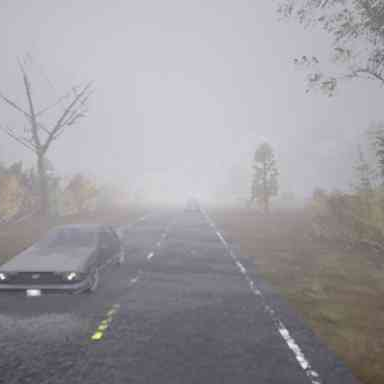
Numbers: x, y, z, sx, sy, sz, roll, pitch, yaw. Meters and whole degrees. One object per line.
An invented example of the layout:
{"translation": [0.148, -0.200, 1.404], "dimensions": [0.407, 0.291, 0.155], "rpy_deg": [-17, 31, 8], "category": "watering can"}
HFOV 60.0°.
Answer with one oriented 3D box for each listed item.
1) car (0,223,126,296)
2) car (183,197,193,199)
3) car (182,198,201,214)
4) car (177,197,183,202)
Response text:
{"translation": [-3.107, 1.598, 9.169], "dimensions": [2.033, 1.411, 5.357], "rpy_deg": [0, 0, 0], "category": "car"}
{"translation": [0.070, 1.617, 49.550], "dimensions": [2.097, 1.767, 4.553], "rpy_deg": [0, 0, 0], "category": "car"}
{"translation": [0.075, 1.774, 38.739], "dimensions": [1.994, 1.385, 4.181], "rpy_deg": [0, 0, 0], "category": "car"}
{"translation": [-3.049, 2.036, 91.358], "dimensions": [2.033, 1.411, 5.357], "rpy_deg": [0, 0, 0], "category": "car"}
